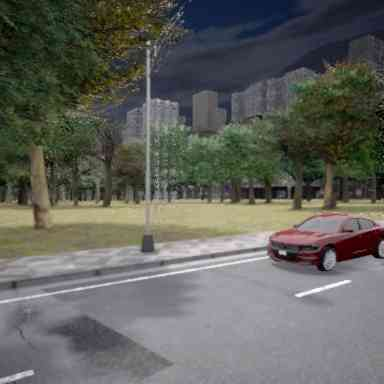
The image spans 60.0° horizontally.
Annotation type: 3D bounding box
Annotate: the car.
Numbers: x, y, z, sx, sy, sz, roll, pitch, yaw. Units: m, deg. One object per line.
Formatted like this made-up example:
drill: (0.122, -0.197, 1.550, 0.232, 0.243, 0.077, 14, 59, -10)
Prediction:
car: (4.626, 1.468, 10.968, 5.008, 1.535, 1.882, 0, 0, -35)
